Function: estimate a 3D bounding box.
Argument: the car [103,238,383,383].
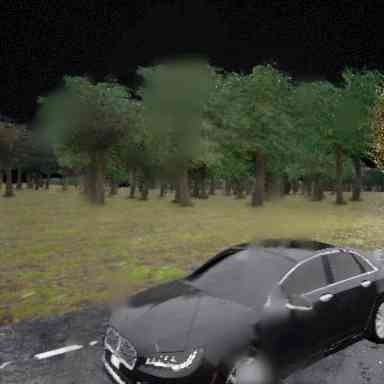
[{"bbox_3d":[1.190,1.507,4.840,4.892,1.490,1.837,0,0,-35],"label":"car"}]
